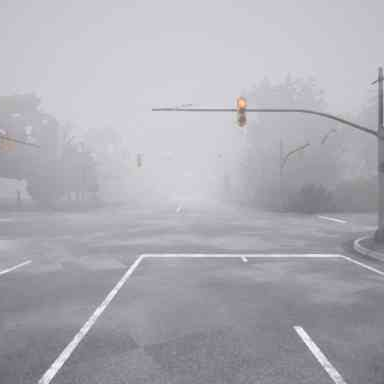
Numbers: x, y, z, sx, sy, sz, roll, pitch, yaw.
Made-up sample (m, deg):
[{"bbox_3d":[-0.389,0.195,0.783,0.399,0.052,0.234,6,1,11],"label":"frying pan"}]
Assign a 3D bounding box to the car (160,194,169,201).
[{"bbox_3d":[-7.000,1.355,84.518,2.097,1.767,4.553,0,0,0],"label":"car"}]
